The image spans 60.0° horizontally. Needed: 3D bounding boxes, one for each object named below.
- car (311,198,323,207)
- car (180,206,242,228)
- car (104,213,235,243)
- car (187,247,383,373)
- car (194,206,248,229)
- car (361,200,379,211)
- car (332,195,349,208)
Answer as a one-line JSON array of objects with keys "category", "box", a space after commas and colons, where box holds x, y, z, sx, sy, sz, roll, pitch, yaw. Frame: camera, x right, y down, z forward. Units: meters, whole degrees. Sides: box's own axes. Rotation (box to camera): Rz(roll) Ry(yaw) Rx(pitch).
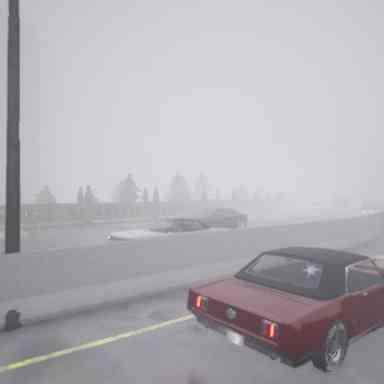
[{"category": "car", "box": [22.366, 1.771, 59.679, 1.882, 1.535, 5.008, 0, 0, 20]}, {"category": "car", "box": [1.454, 1.723, 24.147, 1.895, 1.301, 4.718, 0, 0, 44]}, {"category": "car", "box": [-0.807, 1.665, 12.478, 4.718, 1.301, 1.895, 0, 0, -40]}, {"category": "car", "box": [2.297, 1.630, 5.732, 4.718, 1.301, 1.895, 0, 0, -39]}, {"category": "car", "box": [1.193, 1.574, 18.994, 5.008, 1.535, 1.882, 0, 0, -44]}, {"category": "car", "box": [24.324, 1.787, 45.660, 1.994, 1.385, 4.181, 0, 0, 25]}, {"category": "car", "box": [23.869, 1.484, 53.582, 2.150, 2.045, 5.566, 0, 0, 21]}]
